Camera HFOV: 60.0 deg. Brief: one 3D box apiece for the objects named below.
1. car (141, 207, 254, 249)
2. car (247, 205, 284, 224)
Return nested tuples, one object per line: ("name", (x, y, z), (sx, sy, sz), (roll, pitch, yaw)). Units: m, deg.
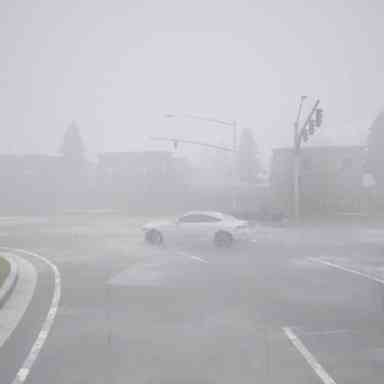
("car", (0.151, 1.525, 14.165), (4.674, 1.442, 1.812), (0, 0, 12))
("car", (4.160, 1.601, 24.047), (4.718, 1.301, 1.895), (0, 0, 12))
